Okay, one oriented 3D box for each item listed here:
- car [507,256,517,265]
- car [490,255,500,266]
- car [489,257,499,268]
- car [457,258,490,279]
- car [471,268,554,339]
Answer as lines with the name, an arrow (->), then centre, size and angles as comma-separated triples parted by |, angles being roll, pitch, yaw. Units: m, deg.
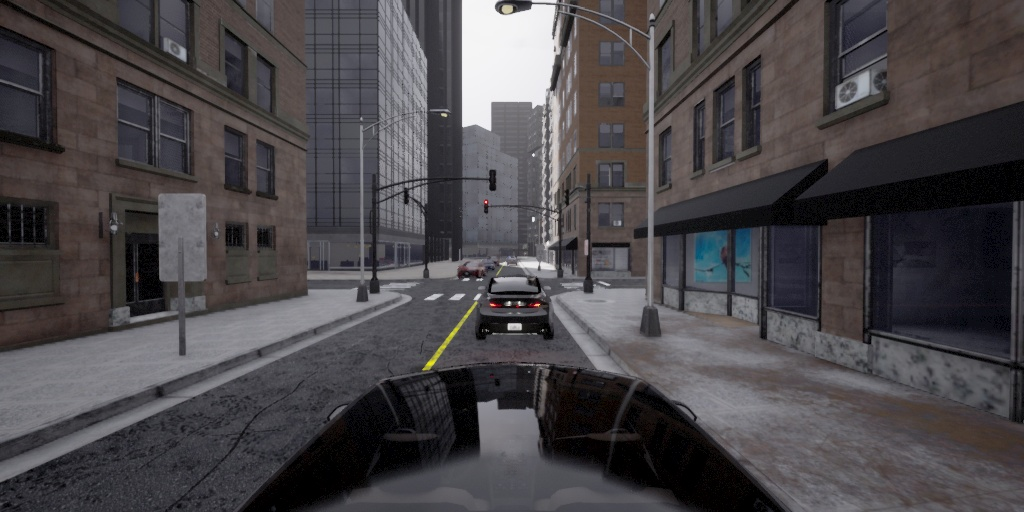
car -> 0.030, 0.936, 65.354 | 2.033, 1.411, 5.357 | 0, 1, 0
car -> -3.140, 0.814, 59.416 | 2.097, 1.767, 4.553 | 0, 1, 0
car -> -3.138, 1.150, 46.543 | 2.033, 1.411, 5.357 | 0, 1, 0
car -> -3.498, 1.183, 31.968 | 1.882, 1.535, 5.008 | 0, 0, 5
car -> 0.070, 1.252, 10.008 | 1.837, 1.490, 4.892 | 0, 0, 0
